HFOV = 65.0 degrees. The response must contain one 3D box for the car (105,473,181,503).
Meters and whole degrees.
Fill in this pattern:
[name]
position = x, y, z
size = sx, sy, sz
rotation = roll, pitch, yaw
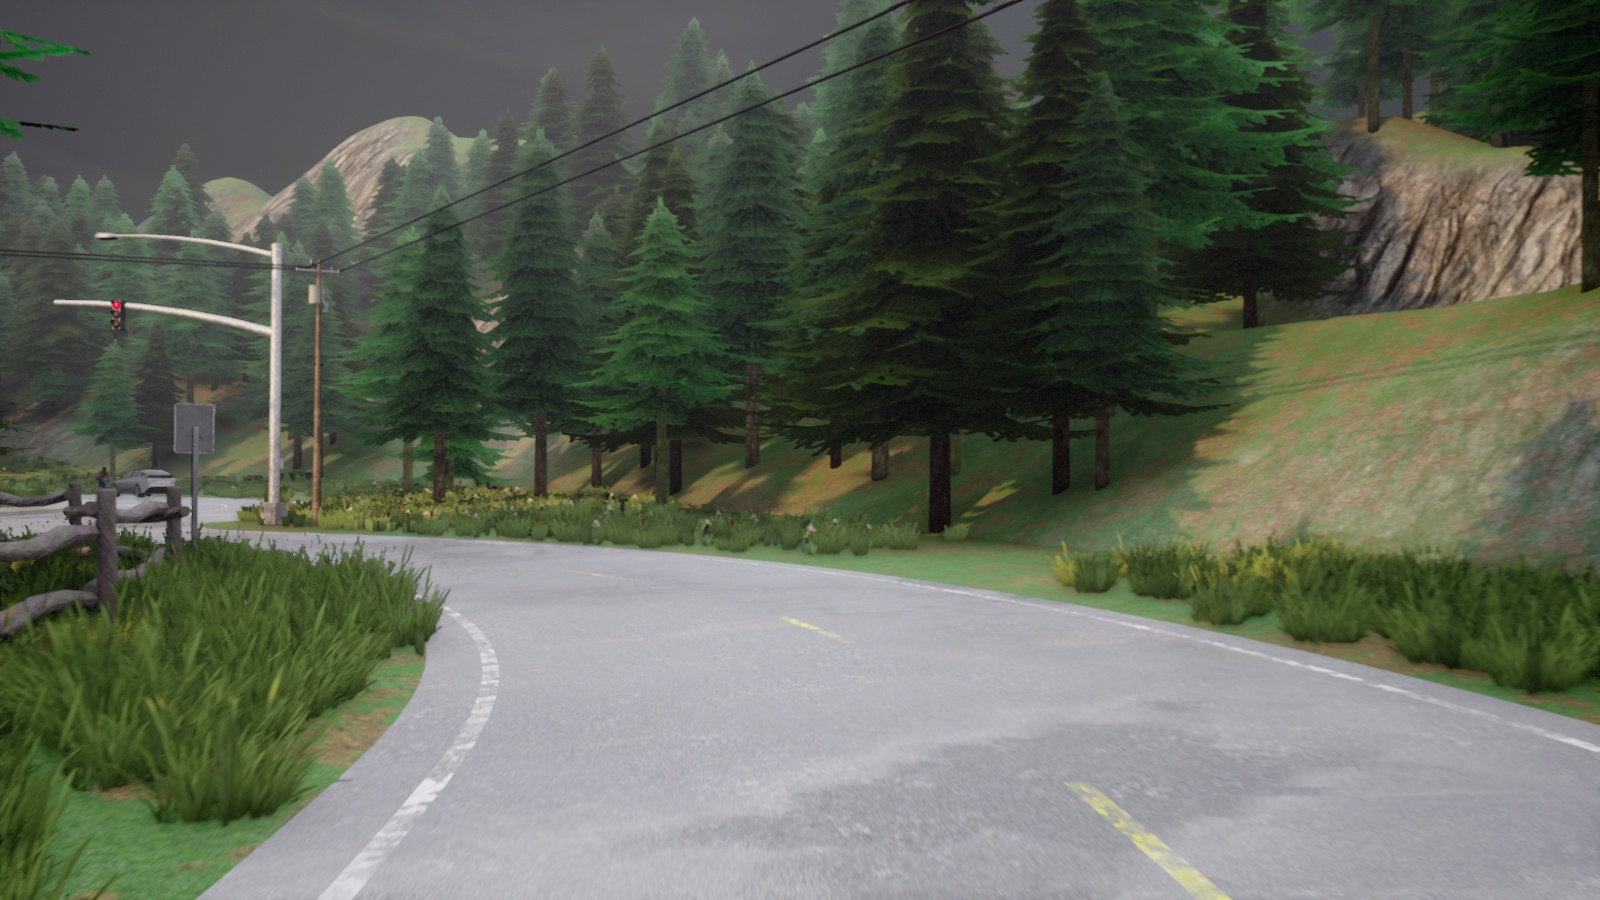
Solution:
[car]
position = -35.070, 2.015, 67.000
size = 4.514, 1.525, 2.007
rotation = -1, -1, 39
